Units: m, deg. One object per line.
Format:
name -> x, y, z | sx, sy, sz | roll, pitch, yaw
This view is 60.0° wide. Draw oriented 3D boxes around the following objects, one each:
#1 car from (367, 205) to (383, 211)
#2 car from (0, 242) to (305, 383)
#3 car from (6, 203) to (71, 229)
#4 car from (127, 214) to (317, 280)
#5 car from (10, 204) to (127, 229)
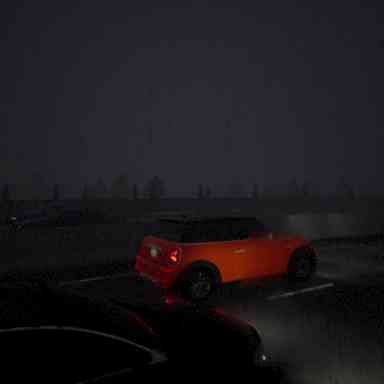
car -> 14.034, 1.434, 22.660 | 4.902, 1.511, 2.128 | 0, 0, -21
car -> -1.477, 1.496, 2.542 | 4.892, 1.490, 1.837 | 0, 0, -35
car -> -8.009, 1.409, 19.399 | 5.008, 1.535, 1.882 | 0, 0, -32
car -> 0.983, 1.326, 8.284 | 4.553, 1.767, 2.097 | 0, 0, -32
car -> -5.894, 1.490, 16.661 | 5.357, 1.411, 2.033 | 0, 0, -32
